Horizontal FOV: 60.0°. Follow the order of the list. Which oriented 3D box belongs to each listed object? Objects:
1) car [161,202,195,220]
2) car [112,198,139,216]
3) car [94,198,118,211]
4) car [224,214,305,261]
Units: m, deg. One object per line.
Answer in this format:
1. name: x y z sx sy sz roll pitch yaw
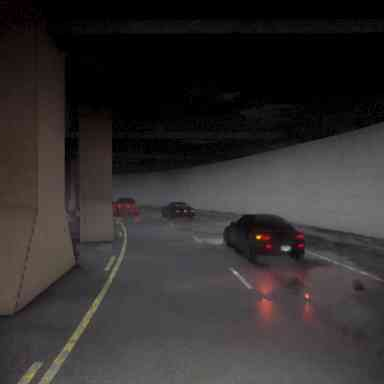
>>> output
1. car: -1.333 1.579 29.067 2.033 1.411 5.357 0 0 -18
2. car: -6.856 1.390 33.736 2.097 1.767 4.553 0 0 -22
3. car: -11.127 1.574 42.747 1.812 1.442 4.674 0 0 -29
4. car: 2.512 1.539 12.314 1.812 1.442 4.674 0 0 -8
